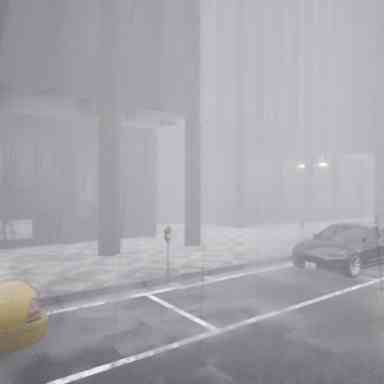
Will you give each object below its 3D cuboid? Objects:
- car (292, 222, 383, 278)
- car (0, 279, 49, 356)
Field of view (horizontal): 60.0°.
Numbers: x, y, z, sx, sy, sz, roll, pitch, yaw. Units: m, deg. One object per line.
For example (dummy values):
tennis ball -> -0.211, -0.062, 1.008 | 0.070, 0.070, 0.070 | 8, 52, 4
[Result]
car -> 4.984, 1.632, 10.339 | 4.313, 1.339, 1.947 | 0, 0, -36
car -> -4.220, 1.539, 3.600 | 4.829, 1.417, 1.752 | 0, 0, -36
